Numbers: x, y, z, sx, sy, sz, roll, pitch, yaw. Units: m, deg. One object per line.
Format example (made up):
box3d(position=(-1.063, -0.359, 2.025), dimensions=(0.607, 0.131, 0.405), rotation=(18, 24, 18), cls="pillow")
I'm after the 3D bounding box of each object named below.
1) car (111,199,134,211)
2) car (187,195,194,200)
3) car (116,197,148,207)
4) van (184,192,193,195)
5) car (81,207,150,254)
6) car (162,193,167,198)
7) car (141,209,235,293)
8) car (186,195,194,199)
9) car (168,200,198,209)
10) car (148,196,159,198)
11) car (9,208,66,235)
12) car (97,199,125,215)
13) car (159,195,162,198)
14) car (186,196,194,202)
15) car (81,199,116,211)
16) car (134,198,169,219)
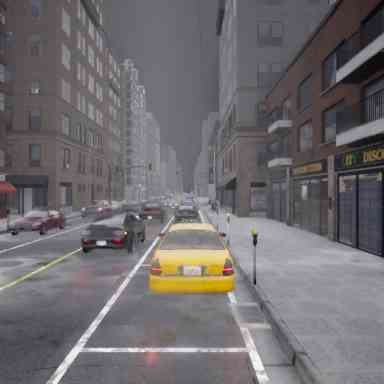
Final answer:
box3d(position=(-8.408, 1.551, 40.611), dimensions=(2.008, 1.369, 4.403), rotation=(0, 0, 0), cls="car")
box3d(position=(-0.383, 1.575, 90.427), dimensions=(1.802, 1.307, 4.206), rotation=(0, 0, 0), cls="car")
box3d(position=(-5.854, 1.548, 33.092), dimensions=(2.033, 1.411, 5.357), rotation=(0, 0, 0), cls="car")
box3d(position=(-0.383, 1.339, 67.702), dimensions=(1.690, 1.788, 3.998), rotation=(0, 0, 0), cls="van")
box3d(position=(-3.012, 1.525, 13.337), dimensions=(1.812, 1.442, 4.674), rotation=(0, 0, 0), cls="car")
box3d(position=(-8.408, 1.518, 90.251), dimensions=(1.752, 1.417, 4.829), rotation=(0, 0, 0), cls="car")
box3d(position=(0.005, 1.457, 8.840), dimensions=(1.801, 1.575, 5.366), rotation=(0, 0, 0), cls="car")
box3d(position=(-0.383, 1.440, 35.101), dimensions=(1.967, 1.590, 4.097), rotation=(0, 0, 0), cls="car")
box3d(position=(-0.383, 1.551, 24.063), dimensions=(2.008, 1.369, 4.403), rotation=(0, 0, 0), cls="car")
box3d(position=(-8.408, 1.549, 67.693), dimensions=(2.008, 1.369, 4.403), rotation=(0, 0, 0), cls="car")
box3d(position=(-8.408, 1.582, 18.538), dimensions=(1.802, 1.307, 4.206), rotation=(0, 0, 0), cls="car")
box3d(position=(-8.408, 1.525, 34.923), dimensions=(1.752, 1.417, 4.829), rotation=(0, 0, 0), cls="car")
box3d(position=(-8.408, 1.542, 73.374), dimensions=(1.887, 1.381, 4.507), rotation=(0, 0, 0), cls="car")
box3d(position=(-0.383, 1.579, 79.064), dimensions=(1.802, 1.307, 4.206), rotation=(0, 0, 0), cls="car")
box3d(position=(-8.408, 1.440, 29.575), dimensions=(1.967, 1.590, 4.097), rotation=(0, 0, 0), cls="car")
box3d(position=(-2.939, 1.507, 25.726), dimensions=(1.837, 1.490, 4.892), rotation=(0, 1, 0), cls="car")
